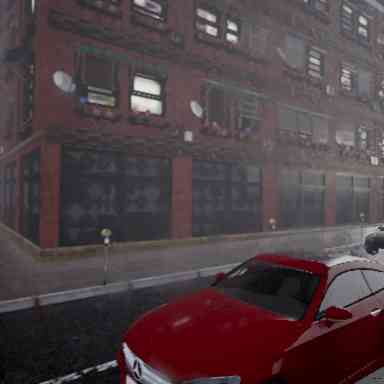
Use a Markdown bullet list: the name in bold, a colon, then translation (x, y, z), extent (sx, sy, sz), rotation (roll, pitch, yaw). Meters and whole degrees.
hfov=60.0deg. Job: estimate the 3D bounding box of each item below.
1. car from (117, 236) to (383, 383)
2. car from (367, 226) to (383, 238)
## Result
- **car**: translation (1.378, 1.546, 4.354), extent (4.674, 1.442, 1.812), rotation (1, 0, -35)
- **car**: translation (8.231, 1.646, 12.422), extent (4.313, 1.339, 1.947), rotation (0, 1, -35)
